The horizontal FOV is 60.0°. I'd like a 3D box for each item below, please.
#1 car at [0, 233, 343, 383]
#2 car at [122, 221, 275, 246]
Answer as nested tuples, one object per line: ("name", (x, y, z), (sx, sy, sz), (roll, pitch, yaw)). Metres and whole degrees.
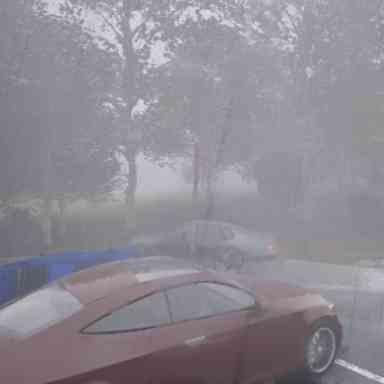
("car", (-0.220, 1.516, 3.899), (4.674, 1.452, 2.002), (0, 0, -33))
("car", (0.250, 1.718, 11.393), (5.357, 1.411, 2.033), (0, -2, 18))
